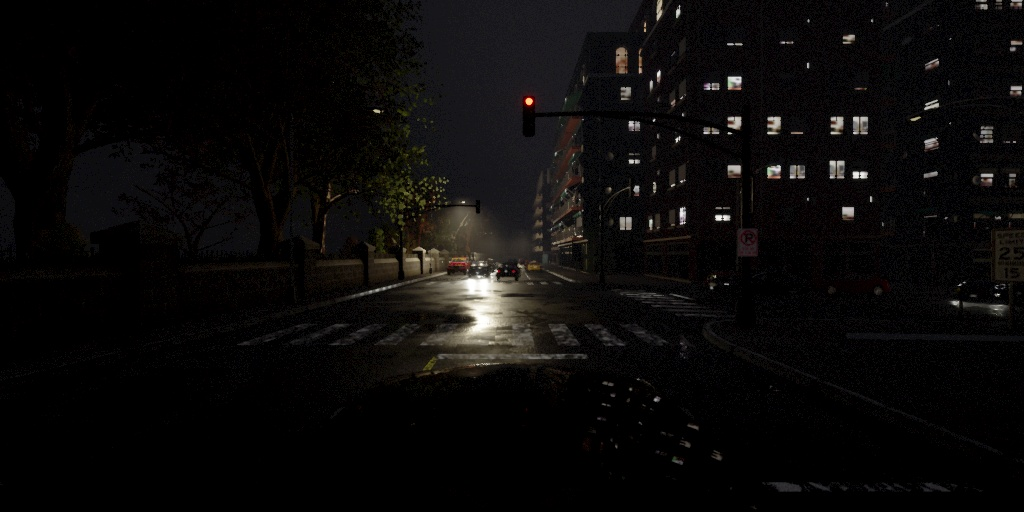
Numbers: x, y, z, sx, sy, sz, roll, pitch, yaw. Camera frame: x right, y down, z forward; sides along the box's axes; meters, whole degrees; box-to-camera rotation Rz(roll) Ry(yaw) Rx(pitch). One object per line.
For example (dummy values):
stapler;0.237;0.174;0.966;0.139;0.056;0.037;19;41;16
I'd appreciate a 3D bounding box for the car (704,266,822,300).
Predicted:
car;13.256;1.500;19.384;4.902;1.511;2.128;1;0;0

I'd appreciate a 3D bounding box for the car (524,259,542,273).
car;2.741;1.283;44.286;1.751;1.417;4.829;0;0;0

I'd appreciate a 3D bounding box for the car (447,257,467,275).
car;-5.646;1.070;38.590;2.192;1.841;5.009;0;0;0

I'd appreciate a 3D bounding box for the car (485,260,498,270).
car;-3.028;1.290;53.865;1.812;1.442;4.674;0;0;0

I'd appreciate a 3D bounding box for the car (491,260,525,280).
car;-0.234;1.300;31.814;2.033;1.411;5.357;0;0;6

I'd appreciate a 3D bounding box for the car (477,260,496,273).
car;-3.047;1.263;43.699;1.837;1.490;4.892;0;0;0

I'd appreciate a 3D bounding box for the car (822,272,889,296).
car;20.316;1.671;21.992;4.507;1.381;1.888;0;0;0

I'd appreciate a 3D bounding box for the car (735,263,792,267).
car;14.622;1.338;21.981;5.009;1.841;2.192;0;0;0

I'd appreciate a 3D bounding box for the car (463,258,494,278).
car;-3.063;1.245;34.348;2.128;1.511;4.902;0;0;0

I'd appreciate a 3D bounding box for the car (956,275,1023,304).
car;27.231;1.612;19.407;4.553;1.767;2.097;1;0;0
